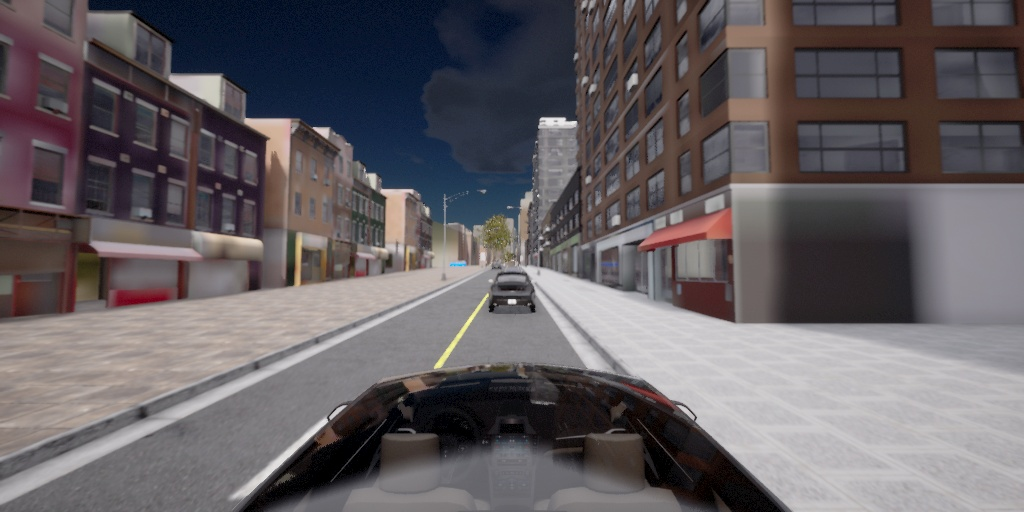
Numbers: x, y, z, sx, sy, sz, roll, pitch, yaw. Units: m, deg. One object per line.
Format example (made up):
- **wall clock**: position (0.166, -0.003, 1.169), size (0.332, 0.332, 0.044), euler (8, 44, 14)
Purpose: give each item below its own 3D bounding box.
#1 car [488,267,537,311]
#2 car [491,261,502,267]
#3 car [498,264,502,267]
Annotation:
- **car**: position (0.019, 1.404, 15.372), size (1.837, 1.490, 4.892), euler (0, 0, 0)
- **car**: position (-2.775, 1.717, 65.088), size (1.837, 1.490, 4.892), euler (0, 0, 1)
- **car**: position (0.017, 1.614, 30.155), size (1.895, 1.301, 4.718), euler (0, 0, 0)
